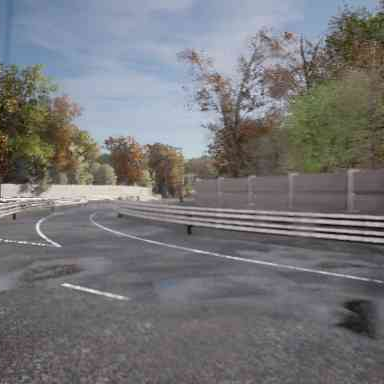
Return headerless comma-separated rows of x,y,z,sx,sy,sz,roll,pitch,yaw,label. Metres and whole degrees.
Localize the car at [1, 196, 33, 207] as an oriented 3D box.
-22.578,1.326,42.278,1.837,1.490,4.892,0,0,41,car
